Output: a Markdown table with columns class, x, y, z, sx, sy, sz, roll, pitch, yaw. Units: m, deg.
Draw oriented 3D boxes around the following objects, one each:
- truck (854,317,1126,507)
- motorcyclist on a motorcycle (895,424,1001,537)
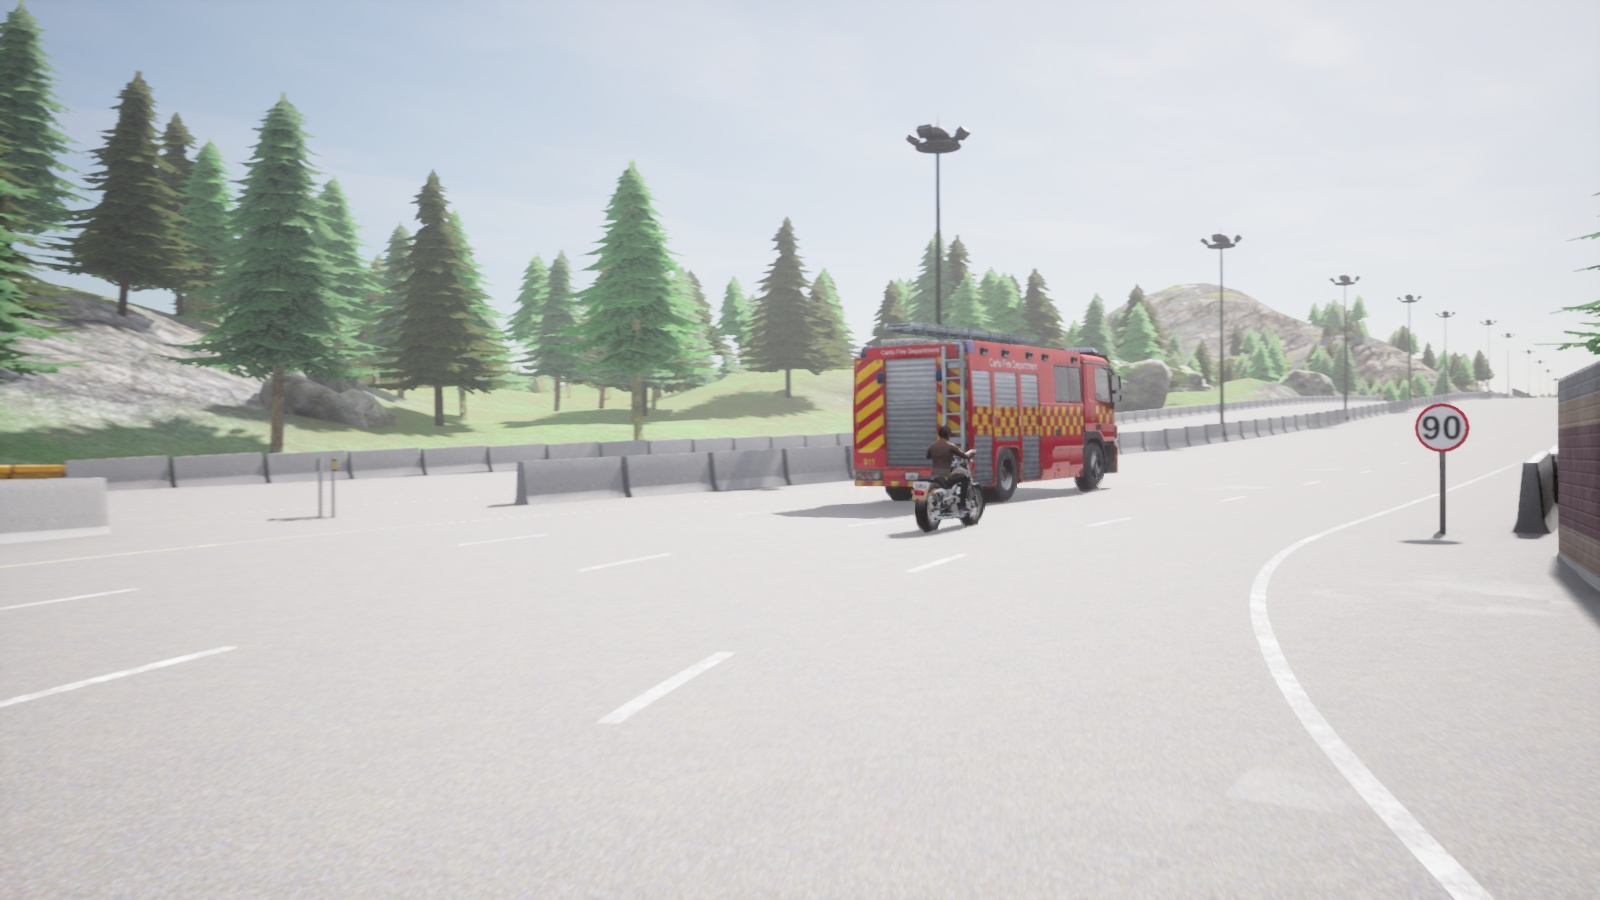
| class | x | y | z | sx | sy | sz | roll | pitch | yaw |
| --- | --- | --- | --- | --- | --- | --- | --- | --- | --- |
| truck | 4.770 | -0.839 | 29.572 | 2.891 | 3.827 | 8.468 | 0 | 1 | 34 |
| motorcyclist on a motorcycle | 2.336 | 0.441 | 19.517 | 0.766 | 1.649 | 2.350 | 0 | 1 | 30 |
